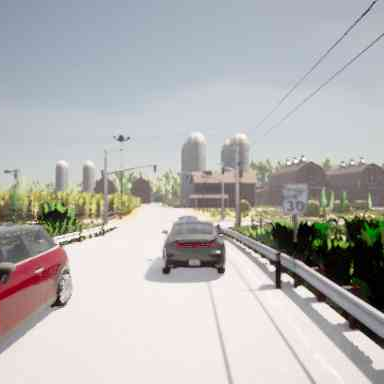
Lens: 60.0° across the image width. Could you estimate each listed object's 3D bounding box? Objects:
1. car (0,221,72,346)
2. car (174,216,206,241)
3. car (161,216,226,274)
[{"bbox_3d":[-3.573,1.380,5.081,2.097,1.767,4.553,0,-1,0],"label":"car"},{"bbox_3d":[-0.269,2.242,21.325,1.812,1.442,4.674,0,-4,-3],"label":"car"},{"bbox_3d":[0.031,1.688,11.142,1.837,1.490,4.892,0,-2,-1],"label":"car"}]
